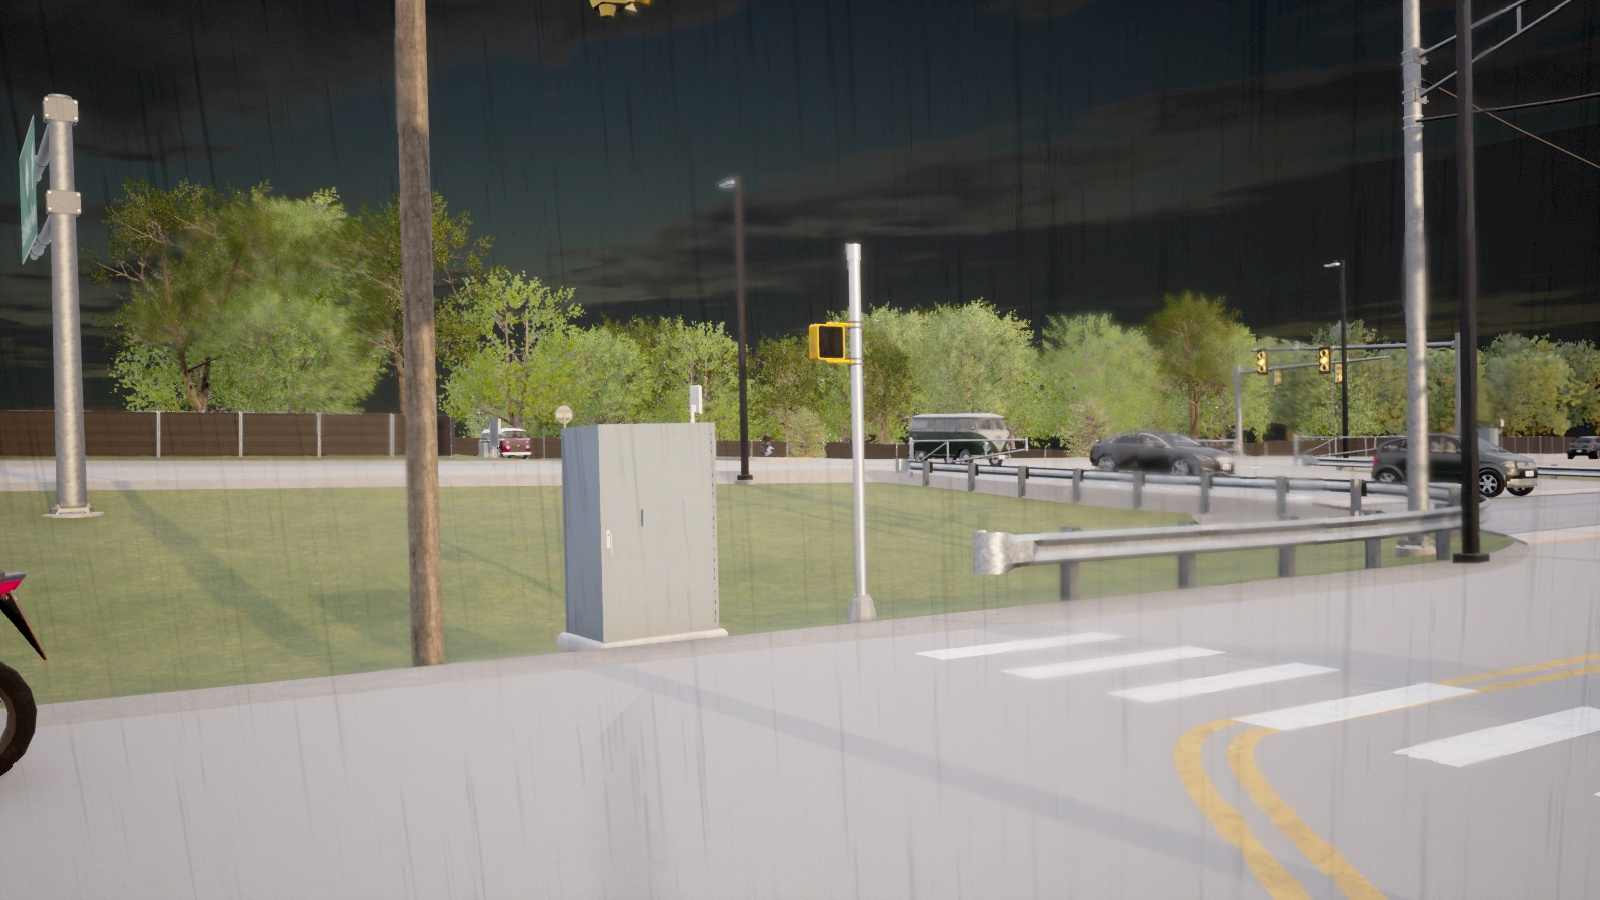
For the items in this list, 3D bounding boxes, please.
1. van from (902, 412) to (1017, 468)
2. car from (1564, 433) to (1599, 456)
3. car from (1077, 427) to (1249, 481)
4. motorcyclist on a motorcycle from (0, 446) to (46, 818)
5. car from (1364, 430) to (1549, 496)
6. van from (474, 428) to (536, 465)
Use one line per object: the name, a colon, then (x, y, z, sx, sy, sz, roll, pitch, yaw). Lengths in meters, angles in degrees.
van: (5.907, -0.399, 46.991, 1.775, 1.987, 4.442, 0, 1, -34)
car: (50.865, -0.347, 80.346, 4.193, 1.474, 1.816, 0, 0, -34)
car: (11.236, 0.083, 39.196, 2.128, 1.511, 4.902, 0, 2, -34)
motorcyclist on a motorcycle: (-4.218, 0.750, 4.986, 2.044, 1.523, 0.797, 0, 0, -35)
car: (16.437, 0.310, 31.578, 1.789, 1.549, 3.705, -1, 0, -34)
van: (-17.682, -0.207, 75.143, 2.069, 2.038, 4.480, -2, 0, -35)
